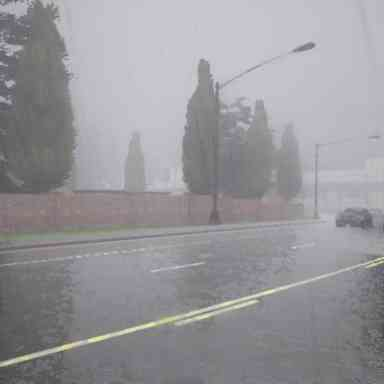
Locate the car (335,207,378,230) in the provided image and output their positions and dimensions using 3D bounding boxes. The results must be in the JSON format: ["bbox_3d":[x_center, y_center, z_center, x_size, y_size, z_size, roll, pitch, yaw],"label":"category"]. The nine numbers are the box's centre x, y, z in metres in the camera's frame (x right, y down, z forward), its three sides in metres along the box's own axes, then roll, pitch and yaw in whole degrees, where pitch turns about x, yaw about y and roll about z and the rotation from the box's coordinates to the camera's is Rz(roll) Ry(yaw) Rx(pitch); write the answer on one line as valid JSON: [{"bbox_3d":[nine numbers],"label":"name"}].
[{"bbox_3d":[13.093,2.026,26.652,2.097,1.767,4.553,0,-2,38],"label":"car"}]

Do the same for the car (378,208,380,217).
[{"bbox_3d":[33.062,3.869,60.400,2.150,2.045,5.566,1,-2,8],"label":"car"}]

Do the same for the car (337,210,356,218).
[{"bbox_3d":[29.863,4.218,64.470,1.812,1.442,4.674,1,-2,3],"label":"car"}]

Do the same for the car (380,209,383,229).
[{"bbox_3d":[15.049,1.985,23.515,2.097,1.767,4.553,0,-2,39],"label":"car"}]
